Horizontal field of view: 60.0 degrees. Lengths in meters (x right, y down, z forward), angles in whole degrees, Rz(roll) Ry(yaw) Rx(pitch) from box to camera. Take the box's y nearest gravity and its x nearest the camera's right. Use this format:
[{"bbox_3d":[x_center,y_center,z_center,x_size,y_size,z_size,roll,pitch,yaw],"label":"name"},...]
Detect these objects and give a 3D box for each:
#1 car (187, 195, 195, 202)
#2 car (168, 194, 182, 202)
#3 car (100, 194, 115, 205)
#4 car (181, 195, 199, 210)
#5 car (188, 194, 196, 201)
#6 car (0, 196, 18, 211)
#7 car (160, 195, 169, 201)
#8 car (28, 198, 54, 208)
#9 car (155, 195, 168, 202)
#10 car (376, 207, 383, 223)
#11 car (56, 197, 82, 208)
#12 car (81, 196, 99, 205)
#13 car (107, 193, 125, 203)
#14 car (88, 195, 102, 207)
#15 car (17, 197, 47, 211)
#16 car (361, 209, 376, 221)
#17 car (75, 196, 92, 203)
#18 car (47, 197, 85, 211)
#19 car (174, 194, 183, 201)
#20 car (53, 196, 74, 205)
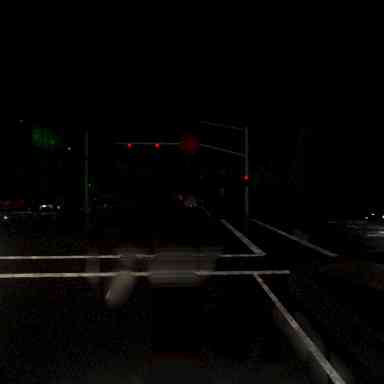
[{"bbox_3d":[-0.159,1.522,74.234,1.812,1.442,4.674,0,0,1],"label":"car"},{"bbox_3d":[-3.656,1.551,74.638,1.994,1.385,4.181,0,0,1],"label":"car"},{"bbox_3d":[-15.230,1.564,57.665,1.994,1.385,4.181,0,0,0],"label":"car"},{"bbox_3d":[-0.116,1.526,43.216,1.812,1.442,4.674,0,0,0],"label":"car"},{"bbox_3d":[0.031,1.419,84.414,1.882,1.535,5.008,0,0,1],"label":"car"},{"bbox_3d":[-22.207,1.352,40.409,2.097,1.767,4.553,0,0,0],"label":"car"},{"bbox_3d":[-6.967,1.465,84.580,1.812,1.442,4.674,0,0,1],"label":"car"},{"bbox_3d":[-22.227,1.564,49.040,1.994,1.385,4.181,0,0,0],"label":"car"},{"bbox_3d":[-7.159,1.537,74.218,2.033,1.411,5.357,0,0,1],"label":"car"},{"bbox_3d":[15.254,1.547,21.420,5.357,1.411,2.033,0,0,1],"label":"car"},{"bbox_3d":[-18.731,1.547,50.974,2.033,1.411,5.357,0,0,0],"label":"car"},{"bbox_3d":[-18.716,1.505,61.088,1.837,1.490,4.892,0,0,0],"label":"car"},{"bbox_3d":[-15.181,1.225,68.146,2.150,2.045,5.566,0,0,0],"label":"car"},{"bbox_3d":[-15.226,1.564,49.255,1.994,1.385,4.181,0,0,0],"label":"car"},{"bbox_3d":[-18.745,1.547,40.902,2.033,1.411,5.357,0,0,0],"label":"car"},{"bbox_3d":[15.740,1.547,24.915,5.357,1.411,2.033,0,0,1],"label":"car"},{"bbox_3d":[-22.179,1.594,68.065,1.895,1.301,4.718,0,0,0],"label":"car"},{"bbox_3d":[-15.207,1.491,40.352,2.128,1.511,4.902,0,0,0],"label":"car"},{"bbox_3d":[-3.469,1.296,84.467,2.097,1.767,4.553,0,0,1],"label":"car"},{"bbox_3d":[-22.219,1.526,57.782,1.812,1.442,4.674,0,0,0],"label":"car"}]
